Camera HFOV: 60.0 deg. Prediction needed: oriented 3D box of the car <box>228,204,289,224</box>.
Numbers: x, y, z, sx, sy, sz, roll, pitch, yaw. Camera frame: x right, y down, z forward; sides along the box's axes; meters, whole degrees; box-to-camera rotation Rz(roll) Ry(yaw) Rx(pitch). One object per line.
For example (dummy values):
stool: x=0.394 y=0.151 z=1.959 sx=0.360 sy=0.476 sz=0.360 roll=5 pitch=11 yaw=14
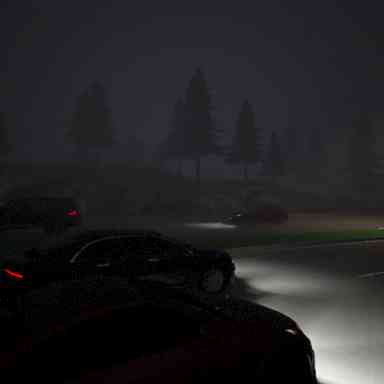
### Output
car: x=4.895 y=1.599 z=24.329 sx=4.674 sy=1.442 sz=1.812 roll=0 pitch=0 yaw=-20

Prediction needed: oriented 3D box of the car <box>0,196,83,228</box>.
car: x=-8.813 y=1.241 z=17.925 sx=5.566 sy=2.045 sz=2.150 roll=0 pitch=0 yaw=-7

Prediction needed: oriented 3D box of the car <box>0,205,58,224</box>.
car: x=-12.596 y=1.625 z=24.514 sx=4.718 sy=1.301 sz=1.895 roll=0 pitch=0 yaw=-6

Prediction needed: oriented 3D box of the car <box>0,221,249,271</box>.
car: x=-1.257 y=1.518 z=7.050 sx=4.892 sy=1.490 sz=1.837 roll=0 pitch=-1 yaw=-34

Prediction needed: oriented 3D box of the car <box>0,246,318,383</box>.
car: x=-0.693 y=1.570 z=3.232 sx=4.181 sy=1.385 sz=1.994 roll=0 pitch=0 yaw=-35
